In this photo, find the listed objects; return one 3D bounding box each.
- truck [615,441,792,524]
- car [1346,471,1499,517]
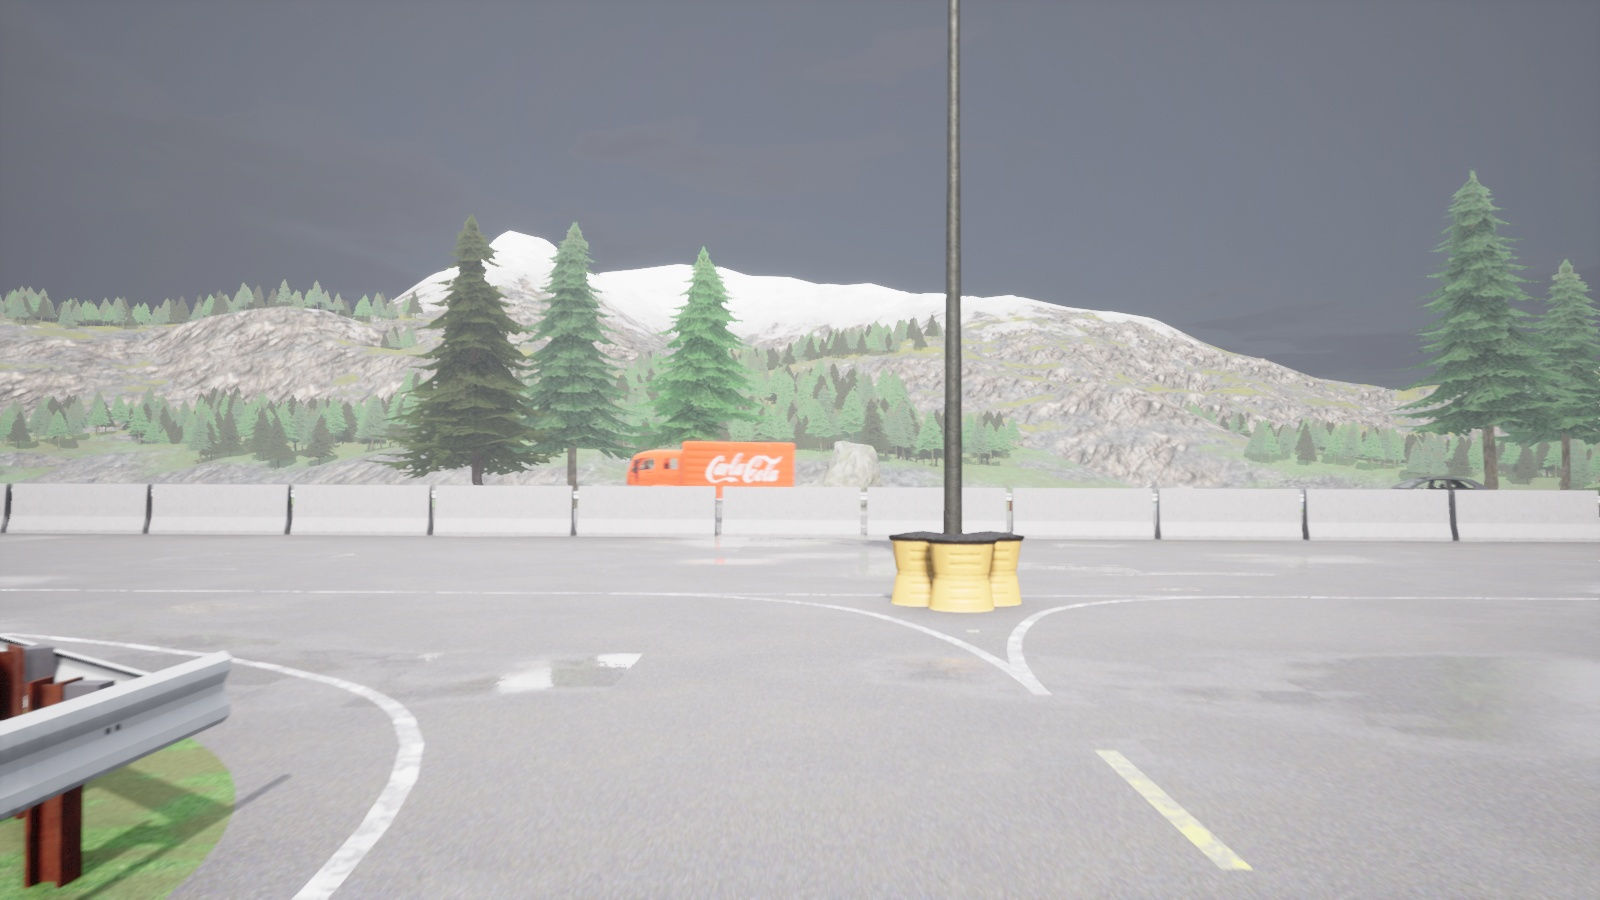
[{"bbox_3d":[-2.889,0.998,38.828,5.204,2.467,2.627,0,-1,1],"label":"truck"},{"bbox_3d":[20.714,1.452,41.913,4.193,1.474,1.816,0,-1,1],"label":"car"}]
